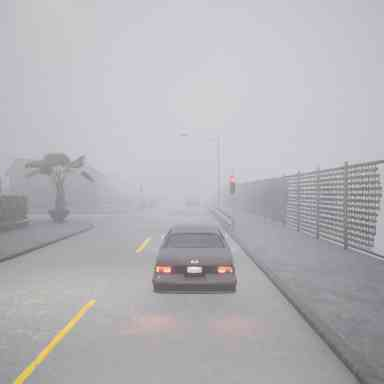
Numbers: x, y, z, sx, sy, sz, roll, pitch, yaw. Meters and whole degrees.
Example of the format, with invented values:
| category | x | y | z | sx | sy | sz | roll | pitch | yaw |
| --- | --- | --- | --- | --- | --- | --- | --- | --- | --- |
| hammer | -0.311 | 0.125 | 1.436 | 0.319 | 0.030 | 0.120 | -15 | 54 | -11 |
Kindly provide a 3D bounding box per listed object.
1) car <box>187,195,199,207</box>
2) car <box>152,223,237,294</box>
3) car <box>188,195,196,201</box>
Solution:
| category | x | y | z | sx | sy | sz | roll | pitch | yaw |
| --- | --- | --- | --- | --- | --- | --- | --- | --- | --- |
| car | 0.137 | 1.564 | 52.625 | 1.994 | 1.385 | 4.181 | 0 | 0 | 0 |
| car | 0.069 | 1.547 | 8.932 | 2.033 | 1.411 | 5.357 | 0 | 0 | 1 |
| car | 0.059 | 1.552 | 86.582 | 1.994 | 1.385 | 4.181 | 0 | 0 | 0 |
